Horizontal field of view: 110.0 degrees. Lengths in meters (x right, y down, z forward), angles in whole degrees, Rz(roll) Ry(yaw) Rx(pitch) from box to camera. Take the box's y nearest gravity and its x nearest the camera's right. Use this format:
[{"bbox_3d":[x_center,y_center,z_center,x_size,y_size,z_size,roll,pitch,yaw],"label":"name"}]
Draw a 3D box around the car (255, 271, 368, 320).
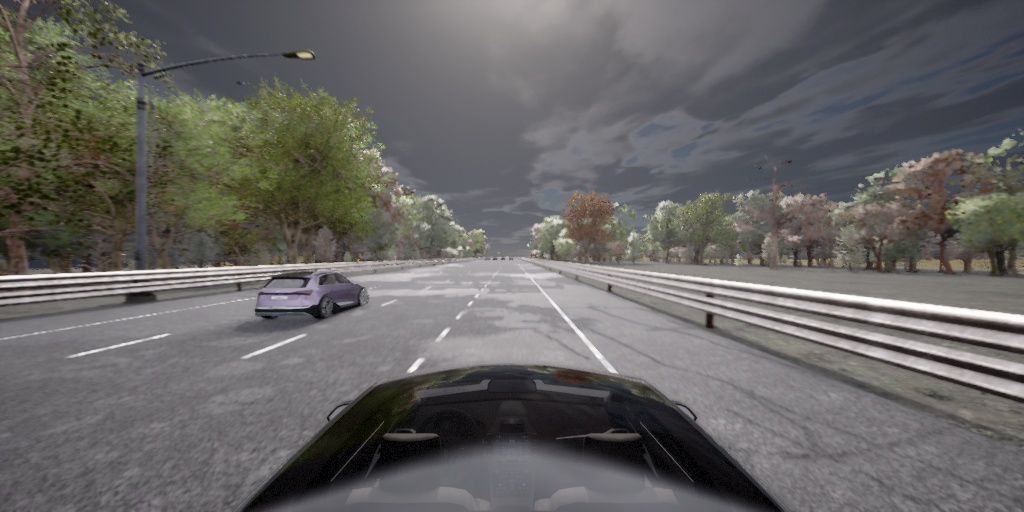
[{"bbox_3d":[-6.833,1.316,12.742,2.033,1.649,4.856,0,-1,-1],"label":"car"}]
